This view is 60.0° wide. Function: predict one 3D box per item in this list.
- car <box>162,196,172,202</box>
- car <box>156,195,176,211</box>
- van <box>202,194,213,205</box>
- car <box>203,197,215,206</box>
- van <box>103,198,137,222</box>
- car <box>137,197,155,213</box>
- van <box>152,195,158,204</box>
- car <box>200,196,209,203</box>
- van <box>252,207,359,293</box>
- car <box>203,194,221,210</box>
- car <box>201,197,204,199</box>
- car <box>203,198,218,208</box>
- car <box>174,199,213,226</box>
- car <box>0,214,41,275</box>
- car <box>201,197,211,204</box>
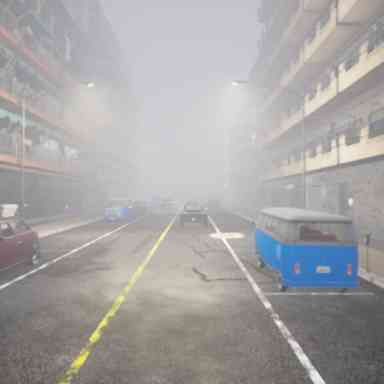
[{"bbox_3d":[-5.734,1.551,76.733,2.008,1.369,4.403,1,0,0],"label":"car"},{"bbox_3d":[-3.074,1.509,41.850,1.837,1.490,4.892,0,0,0],"label":"car"},{"bbox_3d":[2.699,1.343,59.648,1.690,1.788,3.998,1,0,0],"label":"van"},{"bbox_3d":[2.693,1.528,54.148,1.752,1.417,4.829,1,0,0],"label":"car"},{"bbox_3d":[-5.664,1.346,25.701,1.690,1.788,3.998,1,0,0],"label":"van"},{"bbox_3d":[-5.662,1.549,37.042,1.887,1.381,4.507,1,0,0],"label":"car"},{"bbox_3d":[-5.651,1.345,54.055,1.690,1.788,3.998,1,0,0],"label":"van"},{"bbox_3d":[2.700,1.582,70.990,1.802,1.307,4.206,1,0,0],"label":"car"},{"bbox_3d":[2.675,1.343,8.614,1.690,1.788,3.998,1,0,0],"label":"van"},{"bbox_3d":[2.689,1.444,42.637,1.967,1.590,4.097,1,0,0],"label":"car"},{"bbox_3d":[0.118,1.568,41.339,1.994,1.385,4.181,0,0,0],"label":"car"},{"bbox_3d":[2.690,1.569,48.308,1.947,1.339,4.313,1,0,0],"label":"car"},{"bbox_3d":[0.110,1.497,23.069,2.128,1.511,4.902,0,0,0],"label":"car"},{"bbox_3d":[-5.673,1.443,8.688,1.967,1.590,4.097,1,0,0],"label":"car"},{"bbox_3d":[2.698,1.583,65.319,1.802,1.307,4.206,1,0,0],"label":"car"}]
